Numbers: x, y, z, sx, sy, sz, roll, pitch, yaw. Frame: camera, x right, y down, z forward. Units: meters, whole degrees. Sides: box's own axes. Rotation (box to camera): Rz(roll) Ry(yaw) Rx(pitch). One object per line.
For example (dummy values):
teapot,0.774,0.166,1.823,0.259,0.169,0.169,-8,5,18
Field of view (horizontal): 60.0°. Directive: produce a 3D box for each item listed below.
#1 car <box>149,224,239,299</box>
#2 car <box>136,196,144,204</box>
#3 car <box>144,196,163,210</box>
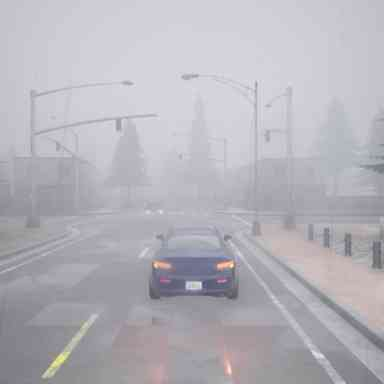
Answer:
car,0.045,1.522,8.305,1.812,1.442,4.674,0,0,0
car,-8.817,1.488,60.106,2.033,1.411,5.357,0,0,-21
car,-4.817,1.425,42.582,1.882,1.535,5.008,0,0,-5
